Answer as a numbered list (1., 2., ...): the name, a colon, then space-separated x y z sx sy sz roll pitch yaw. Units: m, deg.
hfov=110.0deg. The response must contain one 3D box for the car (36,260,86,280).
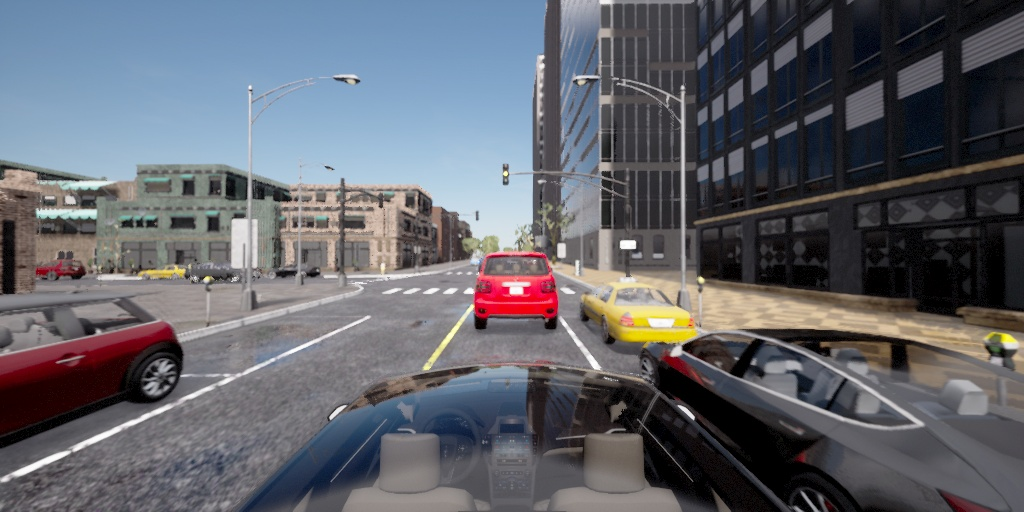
1. car: -41.603 1.287 32.331 5.009 1.841 2.192 0 0 1

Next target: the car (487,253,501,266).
1. car: -3.045 0.530 62.092 2.150 2.045 5.566 0 0 1

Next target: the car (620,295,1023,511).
1. car: 2.657 1.304 3.330 1.948 1.339 4.313 0 0 0

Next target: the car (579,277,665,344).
1. car: 2.828 1.222 9.143 1.751 1.417 4.829 0 0 0

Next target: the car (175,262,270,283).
1. car: -21.116 1.223 26.280 4.902 1.511 2.128 -1 0 1

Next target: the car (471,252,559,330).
1. car: 0.100 0.900 11.021 2.150 2.045 5.566 0 0 0

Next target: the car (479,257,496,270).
1. car: -3.087 0.928 46.208 1.837 1.490 4.892 0 0 0

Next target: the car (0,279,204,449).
1. car: -5.690 1.177 3.384 1.967 1.591 4.097 0 0 0

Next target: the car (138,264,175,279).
1. car: -30.678 1.393 32.191 4.829 1.417 1.751 0 0 1

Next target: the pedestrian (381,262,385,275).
1. pedestrian: -12.545 1.144 34.906 0.375 1.300 0.375 0 0 1

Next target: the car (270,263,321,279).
1. car: -19.413 1.329 32.046 4.313 1.339 1.948 0 0 1
